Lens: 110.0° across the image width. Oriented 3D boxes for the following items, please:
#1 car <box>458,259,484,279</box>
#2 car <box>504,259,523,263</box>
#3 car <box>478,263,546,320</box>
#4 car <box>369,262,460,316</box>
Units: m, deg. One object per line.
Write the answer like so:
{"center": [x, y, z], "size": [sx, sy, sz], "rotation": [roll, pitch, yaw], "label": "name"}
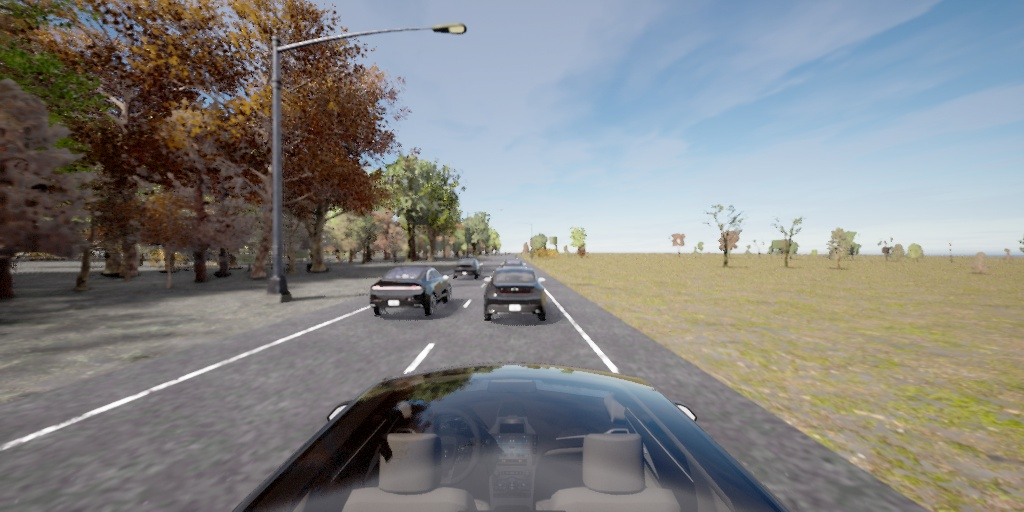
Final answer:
{"center": [-3.399, 0.964, 28.176], "size": [1.837, 1.490, 4.892], "rotation": [0, 1, 0], "label": "car"}
{"center": [0.100, 0.953, 27.953], "size": [2.128, 1.511, 4.902], "rotation": [0, 1, 0], "label": "car"}
{"center": [0.089, 1.139, 12.107], "size": [1.837, 1.490, 4.892], "rotation": [0, 0, 0], "label": "car"}
{"center": [-3.408, 1.119, 12.786], "size": [2.128, 1.511, 4.902], "rotation": [0, 1, 0], "label": "car"}
